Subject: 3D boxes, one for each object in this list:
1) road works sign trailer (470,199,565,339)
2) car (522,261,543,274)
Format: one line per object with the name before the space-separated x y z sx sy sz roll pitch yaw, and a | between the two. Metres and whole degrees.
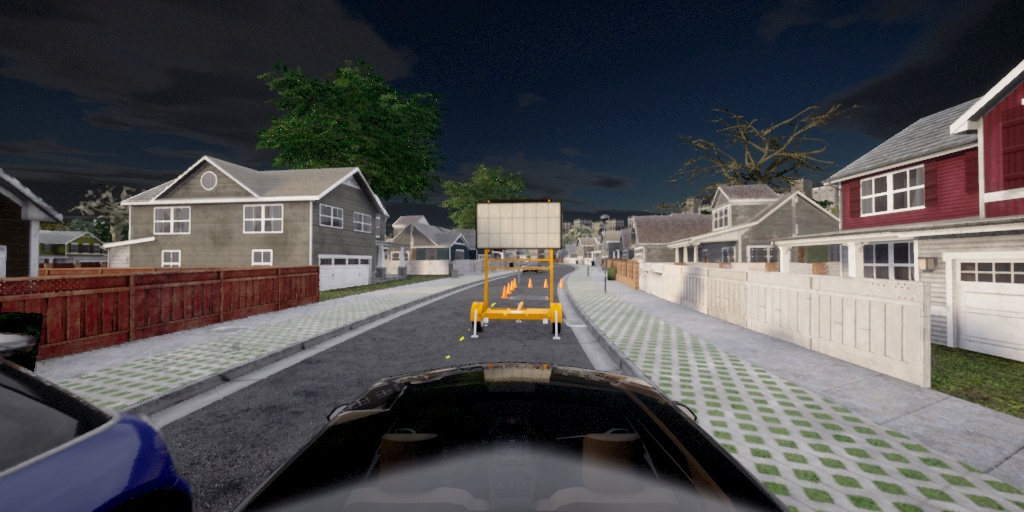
road works sign trailer | 0.200 0.218 10.121 2.380 3.560 2.880 0 0 5
car | 2.428 1.321 42.141 1.837 1.490 4.892 0 0 13
